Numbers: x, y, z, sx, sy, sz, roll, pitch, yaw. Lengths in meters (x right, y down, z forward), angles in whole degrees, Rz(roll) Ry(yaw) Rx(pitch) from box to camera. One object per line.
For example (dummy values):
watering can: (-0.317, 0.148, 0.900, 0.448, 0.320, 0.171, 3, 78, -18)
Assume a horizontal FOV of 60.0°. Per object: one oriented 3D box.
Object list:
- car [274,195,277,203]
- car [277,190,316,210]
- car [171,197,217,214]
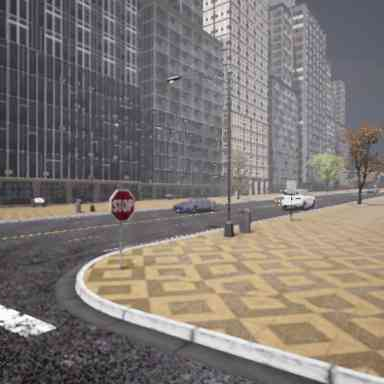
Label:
car: (13.985, 0.653, 49.687, 2.097, 1.767, 4.553, 0, 1, 36)
car: (11.288, 0.757, 35.033, 2.150, 2.045, 5.566, 0, 1, 36)
car: (0.334, 1.217, 31.275, 2.033, 1.411, 5.357, 0, 1, 36)
